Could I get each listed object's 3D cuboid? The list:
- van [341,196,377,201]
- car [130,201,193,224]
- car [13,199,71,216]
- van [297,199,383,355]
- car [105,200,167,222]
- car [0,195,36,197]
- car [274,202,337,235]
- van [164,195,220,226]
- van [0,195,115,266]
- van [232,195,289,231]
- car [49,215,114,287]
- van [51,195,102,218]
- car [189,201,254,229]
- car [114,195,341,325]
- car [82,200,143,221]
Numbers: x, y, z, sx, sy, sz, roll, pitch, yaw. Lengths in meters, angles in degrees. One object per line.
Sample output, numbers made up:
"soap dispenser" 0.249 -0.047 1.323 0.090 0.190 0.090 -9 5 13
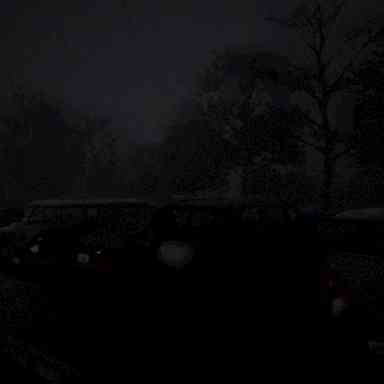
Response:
"van" 8.838 1.190 17.863 1.878 1.987 4.442 0 0 36
"car" -2.238 1.489 25.926 2.231 1.521 4.892 0 0 36
"car" -15.857 1.593 35.452 1.946 1.575 5.366 -1 0 36
"van" 3.469 1.219 5.621 1.878 1.987 4.442 1 0 36
"car" -4.490 1.506 27.539 2.097 1.535 5.008 0 0 36
"car" -17.986 1.368 37.238 2.435 2.045 5.566 -1 -1 36
"car" 6.779 1.417 19.487 2.097 1.535 5.008 0 0 36
"van" 0.085 1.245 24.414 1.878 1.987 4.442 0 0 36
"van" -3.290 1.212 10.458 1.878 1.987 4.442 0 0 36
"van" 4.454 1.209 21.000 1.878 1.987 4.442 0 0 36
"car" -0.941 1.450 8.957 2.163 1.488 4.792 0 0 36
"van" -11.179 1.333 32.475 1.878 1.987 4.442 0 0 36
"car" 2.165 1.450 22.555 1.946 1.575 5.366 0 0 36
"car" 1.296 1.166 7.354 2.435 2.045 5.566 1 0 36
"car" -6.845 1.524 29.224 2.097 1.535 5.008 0 0 36
